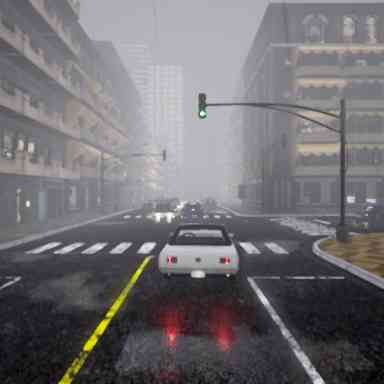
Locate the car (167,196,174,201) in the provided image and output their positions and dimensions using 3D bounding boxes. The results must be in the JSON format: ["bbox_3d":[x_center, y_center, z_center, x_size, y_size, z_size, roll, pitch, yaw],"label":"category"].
[{"bbox_3d":[-5.687,1.725,88.465,1.802,1.307,4.206,-1,0,0],"label":"car"}]

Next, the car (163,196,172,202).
[{"bbox_3d":[-5.689,1.644,77.239,1.752,1.417,4.829,-1,0,0],"label":"car"}]

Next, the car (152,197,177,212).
[{"bbox_3d":[-3.089,1.611,38.575,1.994,1.385,4.181,0,0,0],"label":"car"}]

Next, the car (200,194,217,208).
[{"bbox_3d":[2.687,1.506,49.763,1.967,1.590,4.097,-1,0,0],"label":"car"}]

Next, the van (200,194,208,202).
[{"bbox_3d":[2.690,1.460,77.402,1.690,1.788,3.998,-1,0,0],"label":"van"}]

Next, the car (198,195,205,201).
[{"bbox_3d":[2.694,1.701,93.986,1.887,1.381,4.507,-1,0,0],"label":"car"}]

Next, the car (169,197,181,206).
[{"bbox_3d":[-2.994,1.586,58.323,1.837,1.490,4.892,0,0,0],"label":"car"}]

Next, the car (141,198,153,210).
[{"bbox_3d":[-5.692,1.607,44.241,2.008,1.369,4.403,0,0,0],"label":"car"}]

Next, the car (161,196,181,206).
[{"bbox_3d":[-3.071,1.610,47.962,2.033,1.411,5.357,0,0,0],"label":"car"}]

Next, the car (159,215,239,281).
[{"bbox_3d":[0.300,1.611,9.900,1.895,1.301,4.718,0,0,4],"label":"car"}]

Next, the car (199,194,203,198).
[{"bbox_3d":[2.691,1.647,66.346,2.008,1.369,4.403,-1,0,0],"label":"car"}]

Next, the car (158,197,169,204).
[{"bbox_3d":[-5.690,1.678,66.353,1.802,1.307,4.206,-1,0,0],"label":"car"}]

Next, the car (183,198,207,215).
[{"bbox_3d":[0.105,1.601,32.520,1.994,1.385,4.181,0,0,0],"label":"car"}]

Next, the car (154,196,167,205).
[{"bbox_3d":[-5.692,1.526,60.825,1.967,1.590,4.097,-1,0,0],"label":"car"}]

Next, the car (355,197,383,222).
[{"bbox_3d":[14.153,1.117,23.729,4.553,1.767,2.097,-1,0,1],"label":"car"}]
